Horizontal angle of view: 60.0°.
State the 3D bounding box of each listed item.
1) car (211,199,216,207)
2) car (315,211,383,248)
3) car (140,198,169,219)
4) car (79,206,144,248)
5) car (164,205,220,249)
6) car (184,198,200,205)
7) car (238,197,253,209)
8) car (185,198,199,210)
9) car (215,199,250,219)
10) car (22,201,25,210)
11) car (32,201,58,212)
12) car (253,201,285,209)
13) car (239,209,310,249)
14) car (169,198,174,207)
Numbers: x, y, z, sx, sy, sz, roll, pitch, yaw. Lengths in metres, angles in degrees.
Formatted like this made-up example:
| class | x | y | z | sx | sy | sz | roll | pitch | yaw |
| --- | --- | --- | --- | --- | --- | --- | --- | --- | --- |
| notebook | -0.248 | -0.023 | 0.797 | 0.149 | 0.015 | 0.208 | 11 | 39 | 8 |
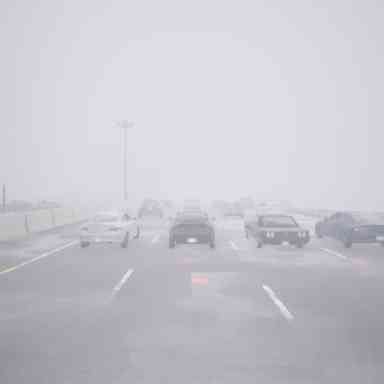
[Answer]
| class | x | y | z | sx | sy | sz | roll | pitch | yaw |
| --- | --- | --- | --- | --- | --- | --- | --- | --- | --- |
| car | 3.501 | 1.606 | 44.851 | 2.033 | 1.411 | 5.357 | 0 | 0 | 0 |
| car | 7.000 | 1.547 | 14.651 | 1.812 | 1.442 | 4.674 | 0 | 0 | 0 |
| car | -3.499 | 1.389 | 29.621 | 2.097 | 1.767 | 4.553 | 0 | 0 | 0 |
| car | -3.499 | 1.544 | 14.651 | 1.812 | 1.442 | 4.674 | 0 | 0 | 0 |
| car | 0.001 | 1.531 | 14.651 | 1.837 | 1.490 | 4.892 | 0 | 0 | 0 |
| car | 0.001 | 1.559 | 29.651 | 1.812 | 1.442 | 4.674 | 0 | 0 | 0 |
| car | 7.002 | 1.412 | 44.821 | 2.097 | 1.767 | 4.553 | 0 | 0 | 0 |
| car | 0.001 | 1.556 | 44.851 | 1.837 | 1.490 | 4.892 | 0 | 0 | 0 |
| car | 3.501 | 1.593 | 29.651 | 2.033 | 1.411 | 5.357 | 0 | 0 | 0 |
| car | -20.999 | 1.672 | 39.821 | 1.895 | 1.301 | 4.718 | 0 | 0 | 0 |
| car | -17.499 | 1.675 | 39.821 | 1.895 | 1.301 | 4.718 | 0 | 0 | 0 |
| car | 7.001 | 1.565 | 29.651 | 1.812 | 1.442 | 4.674 | 0 | 0 | 0 |
| car | 3.500 | 1.631 | 14.681 | 1.895 | 1.301 | 4.718 | 0 | 0 | 0 |
| car | -3.498 | 1.522 | 44.851 | 1.882 | 1.535 | 5.008 | 0 | 0 | 0 |
